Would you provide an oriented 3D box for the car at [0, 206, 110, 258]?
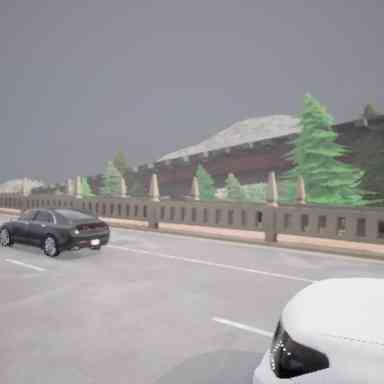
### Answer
[{"bbox_3d":[-5.007,1.272,11.862,4.892,1.490,1.837,2,1,35],"label":"car"}]

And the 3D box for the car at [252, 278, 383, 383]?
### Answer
[{"bbox_3d":[3.140,1.256,1.752,5.566,2.045,2.150,1,1,35],"label":"car"}]
